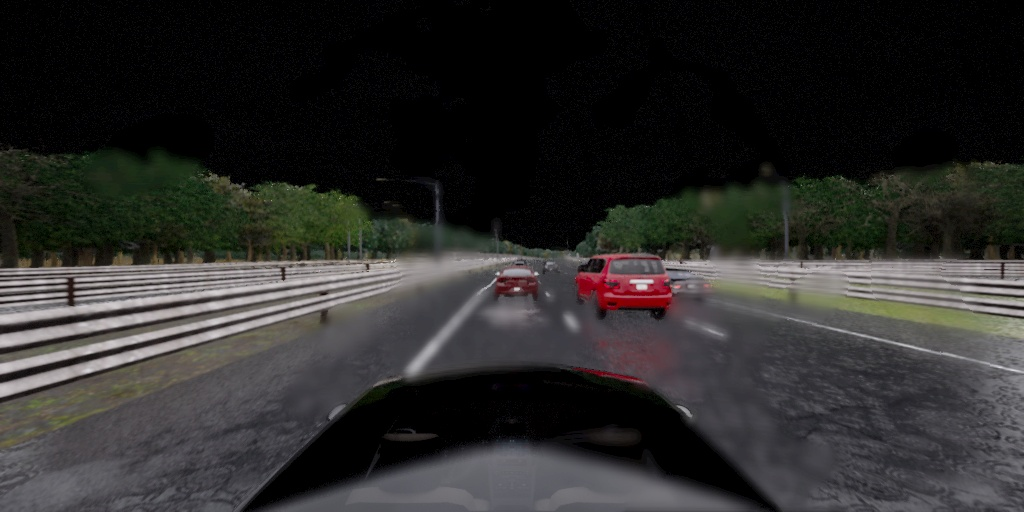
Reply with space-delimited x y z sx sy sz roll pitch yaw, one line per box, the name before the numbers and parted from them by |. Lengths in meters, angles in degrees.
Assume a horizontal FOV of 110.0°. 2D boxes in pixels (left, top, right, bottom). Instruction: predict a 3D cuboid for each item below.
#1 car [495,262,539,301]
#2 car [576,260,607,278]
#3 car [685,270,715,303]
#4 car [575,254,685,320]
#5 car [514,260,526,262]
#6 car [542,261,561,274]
car | 0.244 1.217 17.254 1.882 1.535 5.008 0 0 1
car | 7.684 1.228 35.304 2.128 1.511 4.902 0 0 2
car | 7.236 1.291 16.712 2.033 1.411 5.357 0 0 1
car | 3.680 0.965 12.759 2.150 2.045 5.566 0 0 1
car | 0.866 1.235 40.565 1.837 1.490 4.892 0 0 2
car | 4.370 1.259 40.651 1.812 1.442 4.674 0 0 2
